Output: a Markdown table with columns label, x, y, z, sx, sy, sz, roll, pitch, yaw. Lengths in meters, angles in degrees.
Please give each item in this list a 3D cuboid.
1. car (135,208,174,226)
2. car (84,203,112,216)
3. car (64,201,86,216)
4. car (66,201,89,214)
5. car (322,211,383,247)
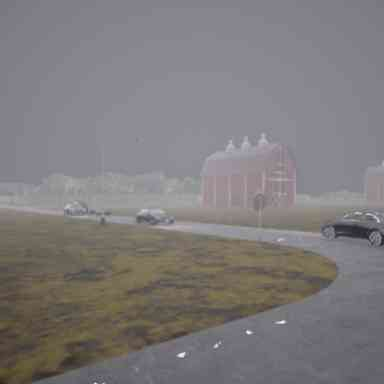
| label | x | y | z | sx | sy | sz | roll | pitch | yaw |
| --- | --- | --- | --- | --- | --- | --- | --- | --- | --- |
| car | -3.365 | 2.111 | 28.894 | 1.812 | 1.442 | 4.674 | 1 | -2 | -36 |
| car | -13.242 | 2.697 | 47.549 | 2.033 | 1.411 | 5.357 | 1 | -2 | -35 |
| car | -16.740 | 2.495 | 47.576 | 2.097 | 1.767 | 4.553 | 1 | -2 | -35 |
| car | -19.229 | 2.606 | 55.788 | 2.150 | 2.045 | 5.566 | 1 | -2 | -36 |
| car | 8.474 | 1.696 | 16.221 | 2.128 | 1.511 | 4.902 | 1 | -2 | -19 |
